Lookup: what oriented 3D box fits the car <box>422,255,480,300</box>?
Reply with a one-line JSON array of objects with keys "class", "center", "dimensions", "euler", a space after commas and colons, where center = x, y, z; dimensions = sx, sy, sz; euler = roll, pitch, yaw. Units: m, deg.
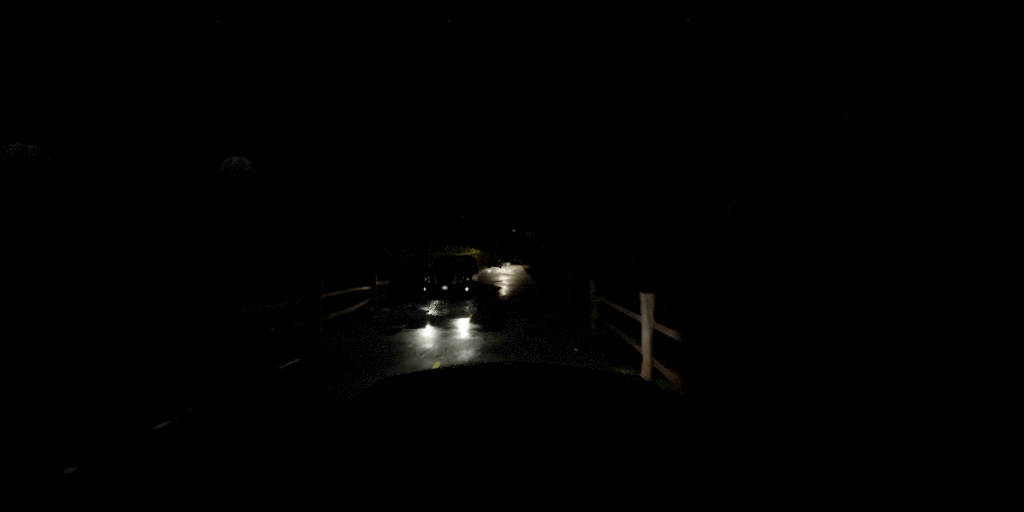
[{"class": "car", "center": [-2.844, 0.973, 17.941], "dimensions": [2.150, 2.045, 5.566], "euler": [0, 0, 0]}]

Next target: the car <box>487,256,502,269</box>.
[{"class": "car", "center": [-2.782, 1.043, 58.330], "dimensions": [2.150, 2.045, 5.566], "euler": [0, 0, 1]}]
